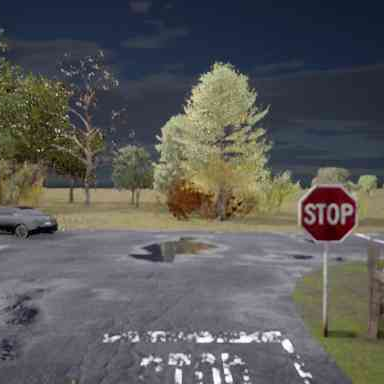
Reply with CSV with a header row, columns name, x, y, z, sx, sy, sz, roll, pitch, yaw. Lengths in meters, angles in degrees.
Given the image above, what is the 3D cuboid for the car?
name,x,y,z,sx,sy,sz,roll,pitch,yaw
car,-8.776,1.413,16.280,4.181,1.385,1.994,1,1,16
